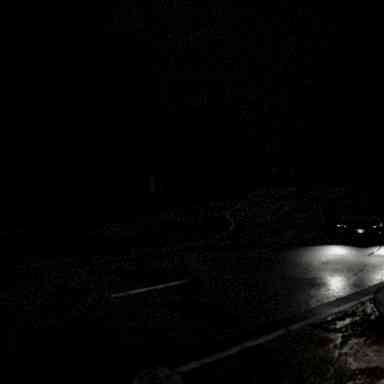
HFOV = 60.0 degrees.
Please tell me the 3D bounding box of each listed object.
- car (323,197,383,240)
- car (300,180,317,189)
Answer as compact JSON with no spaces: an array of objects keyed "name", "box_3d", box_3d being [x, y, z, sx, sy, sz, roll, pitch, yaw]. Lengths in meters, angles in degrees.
[{"name":"car","box_3d":[6.786,1.042,14.311,1.837,1.490,4.892,-1,3,17]},{"name":"car","box_3d":[19.938,-1.360,57.202,1.882,1.535,5.008,-3,1,4]}]
